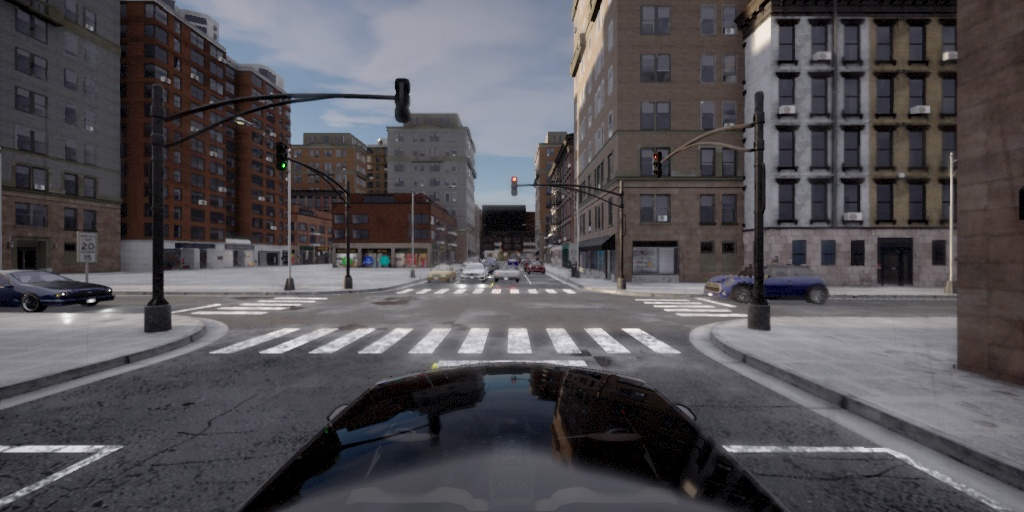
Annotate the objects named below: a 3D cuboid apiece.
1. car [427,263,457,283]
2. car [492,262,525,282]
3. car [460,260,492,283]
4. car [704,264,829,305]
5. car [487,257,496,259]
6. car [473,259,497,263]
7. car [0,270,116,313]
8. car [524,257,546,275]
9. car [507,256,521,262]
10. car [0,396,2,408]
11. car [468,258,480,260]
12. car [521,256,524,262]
[{"bbox_3d":[-5.403,1.270,27.945,1.751,1.417,4.829,0,0,0],"label":"car"},{"bbox_3d":[-0.247,1.346,28.436,1.895,1.301,4.718,0,0,4],"label":"car"},{"bbox_3d":[-2.862,1.271,28.086,1.812,1.442,4.674,0,0,0],"label":"car"},{"bbox_3d":[11.200,1.163,16.048,4.553,1.767,2.097,0,0,3],"label":"car"},{"bbox_3d":[-2.862,1.234,48.075,2.128,1.511,4.902,0,0,0],"label":"car"},{"bbox_3d":[-2.858,1.307,37.879,1.994,1.385,4.181,0,0,1],"label":"car"},{"bbox_3d":[-17.810,1.213,12.912,5.357,1.411,2.033,0,0,0],"label":"car"},{"bbox_3d":[2.616,1.183,39.443,1.967,1.591,4.097,0,0,0],"label":"car"},{"bbox_3d":[0.071,1.218,61.924,1.882,1.535,5.008,0,0,0],"label":"car"},{"bbox_3d":[-5.388,1.300,1.270,2.007,1.370,4.403,0,0,0],"label":"car"},{"bbox_3d":[-5.413,1.293,45.101,2.007,1.370,4.403,0,0,0],"label":"car"},{"bbox_3d":[2.612,1.057,45.105,2.192,1.841,5.009,0,0,0],"label":"car"}]
